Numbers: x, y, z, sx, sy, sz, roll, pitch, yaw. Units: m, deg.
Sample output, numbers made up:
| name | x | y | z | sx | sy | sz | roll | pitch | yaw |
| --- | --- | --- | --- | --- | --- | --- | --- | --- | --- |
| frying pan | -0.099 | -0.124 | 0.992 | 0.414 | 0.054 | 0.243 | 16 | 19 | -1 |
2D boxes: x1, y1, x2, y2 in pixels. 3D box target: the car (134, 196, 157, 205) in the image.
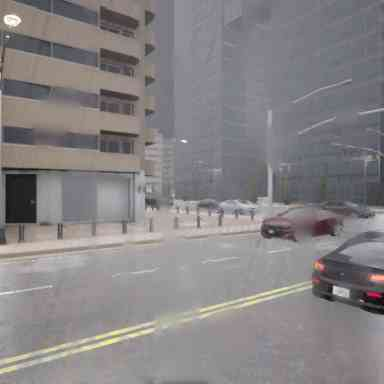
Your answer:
| name | x | y | z | sx | sy | sz | roll | pitch | yaw |
| --- | --- | --- | --- | --- | --- | --- | --- | --- | --- |
| car | -7.995 | 1.451 | 56.599 | 1.837 | 1.490 | 4.892 | 0 | -1 | -35 |

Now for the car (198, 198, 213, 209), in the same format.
| name | x | y | z | sx | sy | sz | roll | pitch | yaw |
| --- | --- | --- | --- | --- | --- | --- | --- | --- | --- |
| car | 2.560 | 1.470 | 41.538 | 1.812 | 1.442 | 4.674 | 0 | 0 | -35 |

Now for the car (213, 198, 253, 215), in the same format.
| name | x | y | z | sx | sy | sz | roll | pitch | yaw |
| --- | --- | --- | --- | --- | --- | --- | --- | --- | --- |
| car | 4.480 | 1.470 | 32.848 | 1.812 | 1.442 | 4.674 | 0 | 0 | -36 |

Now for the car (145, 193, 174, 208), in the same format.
| name | x | y | z | sx | sy | sz | roll | pitch | yaw |
| --- | --- | --- | --- | --- | --- | --- | --- | --- | --- |
| car | -4.687 | 1.166 | 45.753 | 2.150 | 2.045 | 5.566 | 0 | 0 | -35 |

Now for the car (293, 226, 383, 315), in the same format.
| name | x | y | z | sx | sy | sz | roll | pitch | yaw |
| --- | --- | --- | --- | --- | --- | --- | --- | --- | --- |
| car | 4.409 | 1.526 | 6.961 | 4.674 | 1.442 | 1.812 | 0 | 0 | -35 |

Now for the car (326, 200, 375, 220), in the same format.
| name | x | y | z | sx | sy | sz | roll | pitch | yaw |
| --- | --- | --- | --- | --- | --- | --- | --- | --- | --- |
| car | 12.581 | 1.464 | 27.717 | 1.837 | 1.490 | 4.892 | 0 | 0 | -36 |

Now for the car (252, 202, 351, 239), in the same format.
| name | x | y | z | sx | sy | sz | roll | pitch | yaw |
| --- | --- | --- | --- | --- | --- | --- | --- | --- | --- |
| car | 5.480 | 1.479 | 16.257 | 5.008 | 1.535 | 1.882 | 0 | 1 | -38 |
